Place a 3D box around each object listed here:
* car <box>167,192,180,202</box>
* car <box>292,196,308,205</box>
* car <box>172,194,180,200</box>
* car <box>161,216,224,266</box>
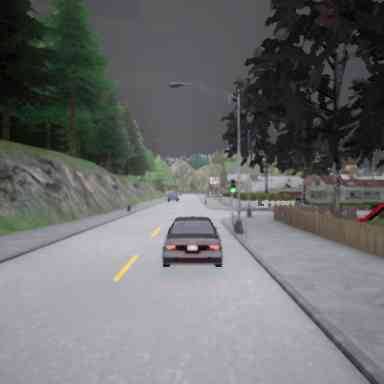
[{"bbox_3d":[-4.015,1.129,70.489,2.150,2.045,5.566,0,0,0],"label":"car"},{"bbox_3d":[15.776,1.232,49.699,1.994,1.381,4.181,0,0,0],"label":"car"},{"bbox_3d":[-4.018,1.345,86.162,1.882,1.535,5.008,0,0,0],"label":"car"},{"bbox_3d":[0.021,1.532,11.373,2.033,1.411,5.357,0,0,0],"label":"car"}]
